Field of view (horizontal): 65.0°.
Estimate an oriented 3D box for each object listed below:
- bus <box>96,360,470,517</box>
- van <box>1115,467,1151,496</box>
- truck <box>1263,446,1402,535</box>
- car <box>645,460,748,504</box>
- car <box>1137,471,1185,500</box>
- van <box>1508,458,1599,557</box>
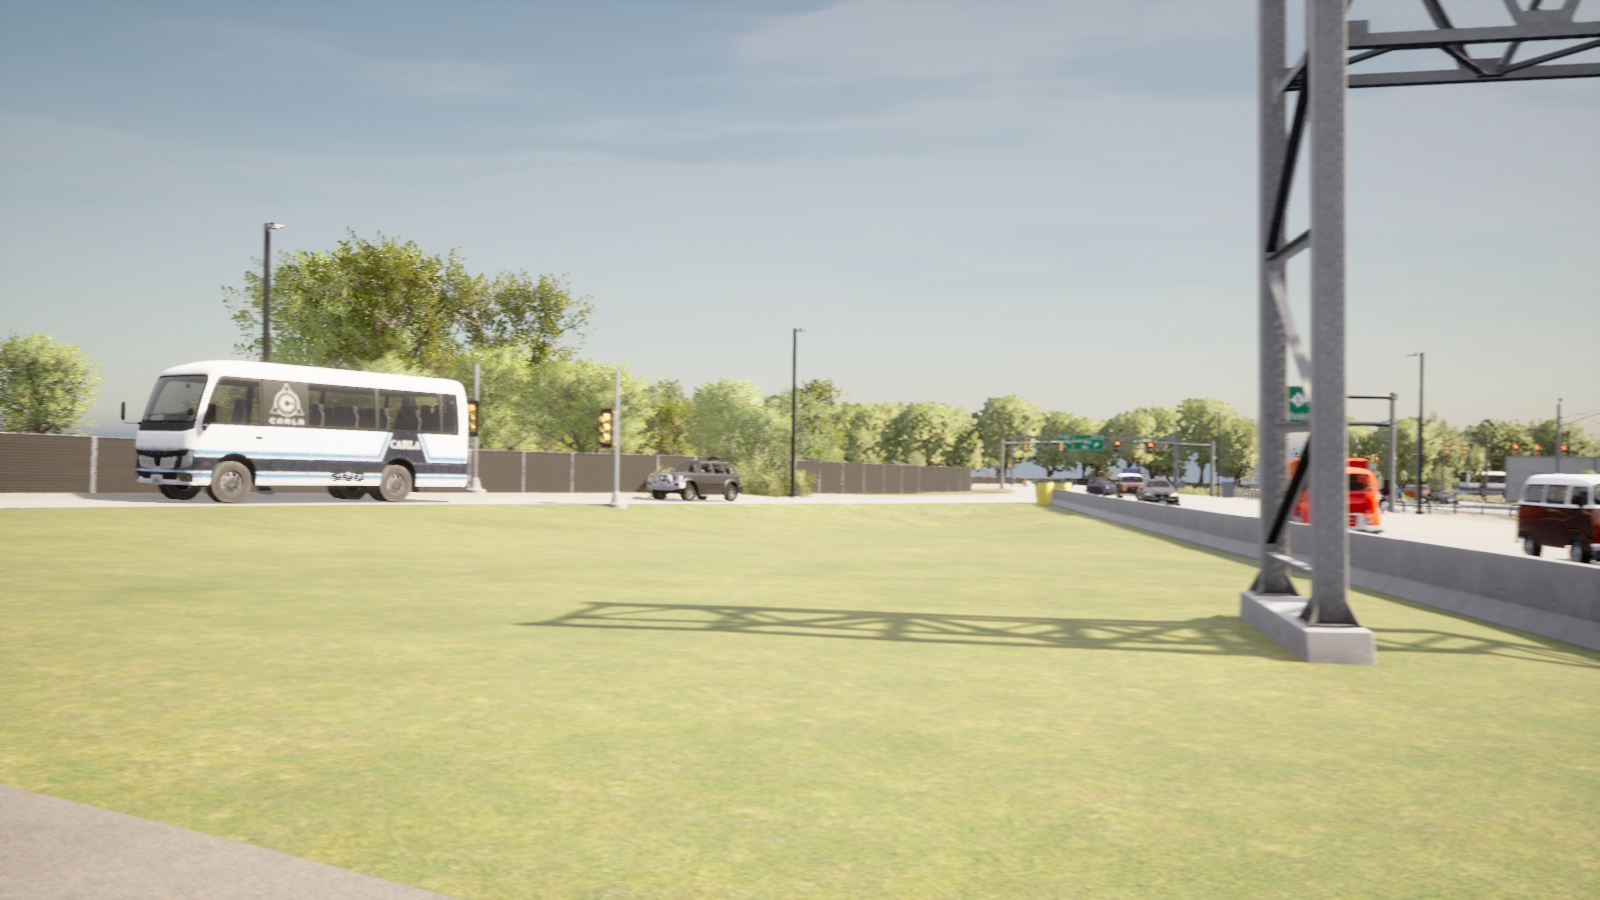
[{"bbox_3d":[-15.779,-0.219,39.461,3.944,4.253,10.273,0,-1,36],"label":"bus"},{"bbox_3d":[24.203,2.262,91.426,2.069,2.038,4.480,0,-1,9],"label":"van"},{"bbox_3d":[15.776,1.181,37.554,2.627,2.467,5.204,0,-1,9],"label":"truck"},{"bbox_3d":[-4.480,1.391,55.109,1.932,1.855,4.605,0,-1,36],"label":"car"},{"bbox_3d":[21.769,2.135,75.863,2.242,1.667,4.611,0,-1,9],"label":"car"},{"bbox_3d":[17.832,1.226,28.044,2.069,2.038,4.480,0,-1,9],"label":"van"}]
